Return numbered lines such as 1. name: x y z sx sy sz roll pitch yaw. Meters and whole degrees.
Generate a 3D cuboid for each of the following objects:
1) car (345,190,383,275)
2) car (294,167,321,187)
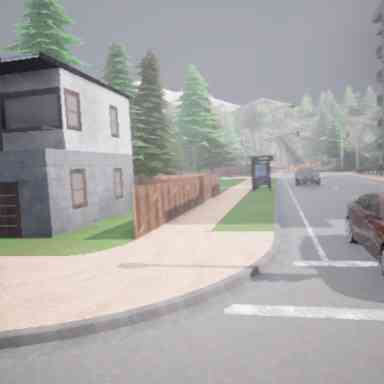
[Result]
1. car: 4.649 0.702 7.078 1.882 1.535 5.008 -2 4 14
2. car: 10.689 -1.510 31.131 2.097 1.767 4.553 -2 4 14
